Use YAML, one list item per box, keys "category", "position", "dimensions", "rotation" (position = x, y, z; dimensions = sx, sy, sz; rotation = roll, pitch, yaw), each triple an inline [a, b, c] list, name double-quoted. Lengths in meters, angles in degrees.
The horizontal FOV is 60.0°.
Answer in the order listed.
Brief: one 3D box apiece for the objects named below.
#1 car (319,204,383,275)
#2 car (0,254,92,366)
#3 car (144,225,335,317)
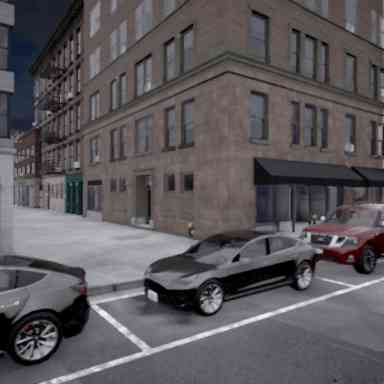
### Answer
- category: "car"
  position: [5.586, 1.330, 10.750]
  dimensions: [5.009, 1.841, 2.192]
  rotation: [0, 0, -36]
- category: "car"
  position: [-3.507, 1.565, 4.260]
  dimensions: [4.313, 1.339, 1.947]
  rotation: [0, 0, -36]
- category: "car"
  position: [1.040, 1.573, 7.506]
  dimensions: [4.313, 1.339, 1.947]
  rotation: [0, 0, -36]
